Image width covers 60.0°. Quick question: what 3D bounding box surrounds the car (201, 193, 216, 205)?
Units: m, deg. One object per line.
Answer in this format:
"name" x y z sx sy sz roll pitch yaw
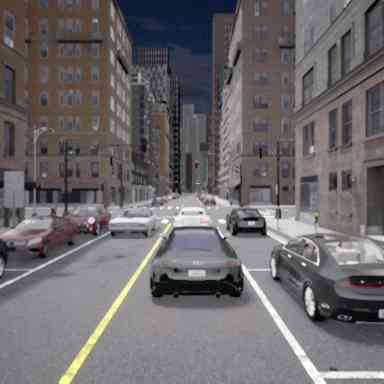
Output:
"car" 2.906 1.343 55.121 1.967 1.590 4.097 0 0 0

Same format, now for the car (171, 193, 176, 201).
"car" -5.562 1.429 82.009 1.752 1.417 4.829 0 0 0

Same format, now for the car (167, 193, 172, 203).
"car" -5.595 1.449 65.953 2.008 1.369 4.403 0 0 0

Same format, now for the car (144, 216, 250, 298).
"car" 0.085 1.543 8.485 1.994 1.385 4.181 0 0 0

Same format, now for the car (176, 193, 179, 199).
"car" -5.540 1.234 92.996 2.192 1.841 5.009 0 0 0

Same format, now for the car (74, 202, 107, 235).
"car" -5.664 1.398 18.033 1.967 1.590 4.097 0 0 0

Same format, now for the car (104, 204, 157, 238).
"car" -2.994 1.559 17.692 1.895 1.301 4.718 0 0 0

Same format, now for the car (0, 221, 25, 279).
"car" -5.667 1.549 7.031 1.947 1.339 4.313 0 0 0

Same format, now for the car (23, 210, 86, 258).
"car" -5.666 1.552 12.532 1.802 1.307 4.206 0 0 0

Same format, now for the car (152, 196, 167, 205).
"car" -5.618 1.486 55.137 1.802 1.307 4.206 0 0 0

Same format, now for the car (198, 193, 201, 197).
"car" 2.951 1.340 76.756 1.967 1.590 4.097 0 0 0

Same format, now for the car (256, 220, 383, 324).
"car" 2.858 1.533 7.028 2.008 1.369 4.403 0 0 0

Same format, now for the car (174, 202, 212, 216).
"car" 0.040 1.485 17.251 1.812 1.442 4.674 0 0 1

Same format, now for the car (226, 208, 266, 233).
"car" 2.861 1.523 18.031 1.947 1.339 4.313 0 0 0

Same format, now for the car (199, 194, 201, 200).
"car" 2.930 1.448 65.939 2.008 1.369 4.403 0 0 0
